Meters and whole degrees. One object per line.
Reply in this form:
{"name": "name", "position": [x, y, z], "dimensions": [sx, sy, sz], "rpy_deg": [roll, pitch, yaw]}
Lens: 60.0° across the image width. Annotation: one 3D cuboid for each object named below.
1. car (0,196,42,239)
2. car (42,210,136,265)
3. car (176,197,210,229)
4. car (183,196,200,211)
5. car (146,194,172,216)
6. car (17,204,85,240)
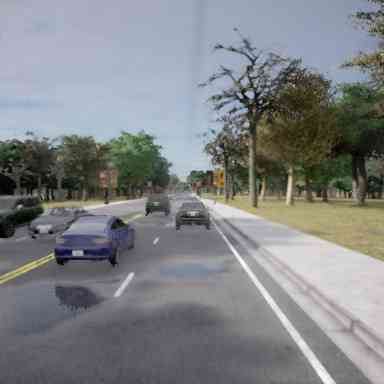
{"name": "car", "position": [-9.888, 1.227, 17.827], "dimensions": [2.150, 2.045, 5.566], "rpy_deg": [0, 0, 0]}
{"name": "car", "position": [-3.169, 1.529, 11.514], "dimensions": [1.812, 1.442, 4.674], "rpy_deg": [0, 0, 0]}
{"name": "car", "position": [0.044, 1.359, 21.842], "dimensions": [2.097, 1.767, 4.553], "rpy_deg": [0, 0, 0]}
{"name": "car", "position": [-0.086, 1.375, 42.451], "dimensions": [2.097, 1.767, 4.553], "rpy_deg": [0, 0, 0]}
{"name": "car", "position": [-3.278, 1.236, 32.970], "dimensions": [2.150, 2.045, 5.566], "rpy_deg": [0, 0, -1]}
{"name": "car", "position": [-6.636, 1.497, 17.283], "dimensions": [2.128, 1.511, 4.902], "rpy_deg": [0, 0, 0]}
